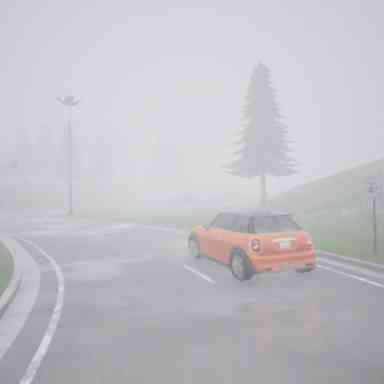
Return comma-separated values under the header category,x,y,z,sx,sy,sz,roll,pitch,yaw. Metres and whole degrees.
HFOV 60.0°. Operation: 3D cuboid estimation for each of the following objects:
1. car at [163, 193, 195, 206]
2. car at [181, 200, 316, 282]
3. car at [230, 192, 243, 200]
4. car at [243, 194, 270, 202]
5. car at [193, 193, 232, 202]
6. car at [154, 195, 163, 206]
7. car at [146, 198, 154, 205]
category,x,y,z,sx,sy,sz,roll,pitch,yaw
car,-1.188,1.161,52.163,5.566,2.045,2.150,-1,0,-35
car,1.498,1.306,10.018,2.097,1.767,4.553,-1,0,-21
car,9.869,1.197,64.106,4.902,1.511,2.128,-1,0,-35
car,12.211,1.260,61.475,4.718,1.301,1.895,-1,0,-35
car,3.091,1.348,50.894,4.902,1.511,2.128,-1,0,-35
car,-3.419,1.503,54.861,4.674,1.442,1.812,-1,0,-35
car,-5.704,1.370,57.521,4.553,1.767,2.097,-1,0,-34
